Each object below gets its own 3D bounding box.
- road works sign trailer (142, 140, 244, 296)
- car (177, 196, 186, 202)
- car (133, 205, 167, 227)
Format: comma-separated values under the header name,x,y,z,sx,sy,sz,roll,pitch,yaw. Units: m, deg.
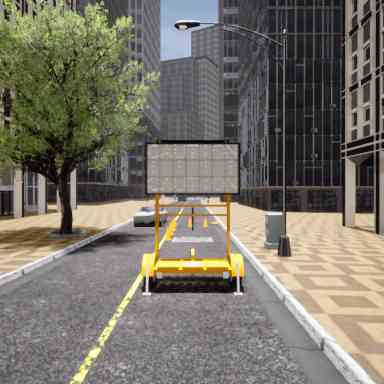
name,x,y,z,sx,sy,sz,roll,pitch,yaw
road works sign trailer,0.018,0.464,8.636,2.380,3.560,2.880,0,0,0
car,-2.450,1.608,79.839,1.882,1.535,5.008,0,0,1
car,-2.802,1.606,22.911,1.895,1.301,4.718,0,0,0
